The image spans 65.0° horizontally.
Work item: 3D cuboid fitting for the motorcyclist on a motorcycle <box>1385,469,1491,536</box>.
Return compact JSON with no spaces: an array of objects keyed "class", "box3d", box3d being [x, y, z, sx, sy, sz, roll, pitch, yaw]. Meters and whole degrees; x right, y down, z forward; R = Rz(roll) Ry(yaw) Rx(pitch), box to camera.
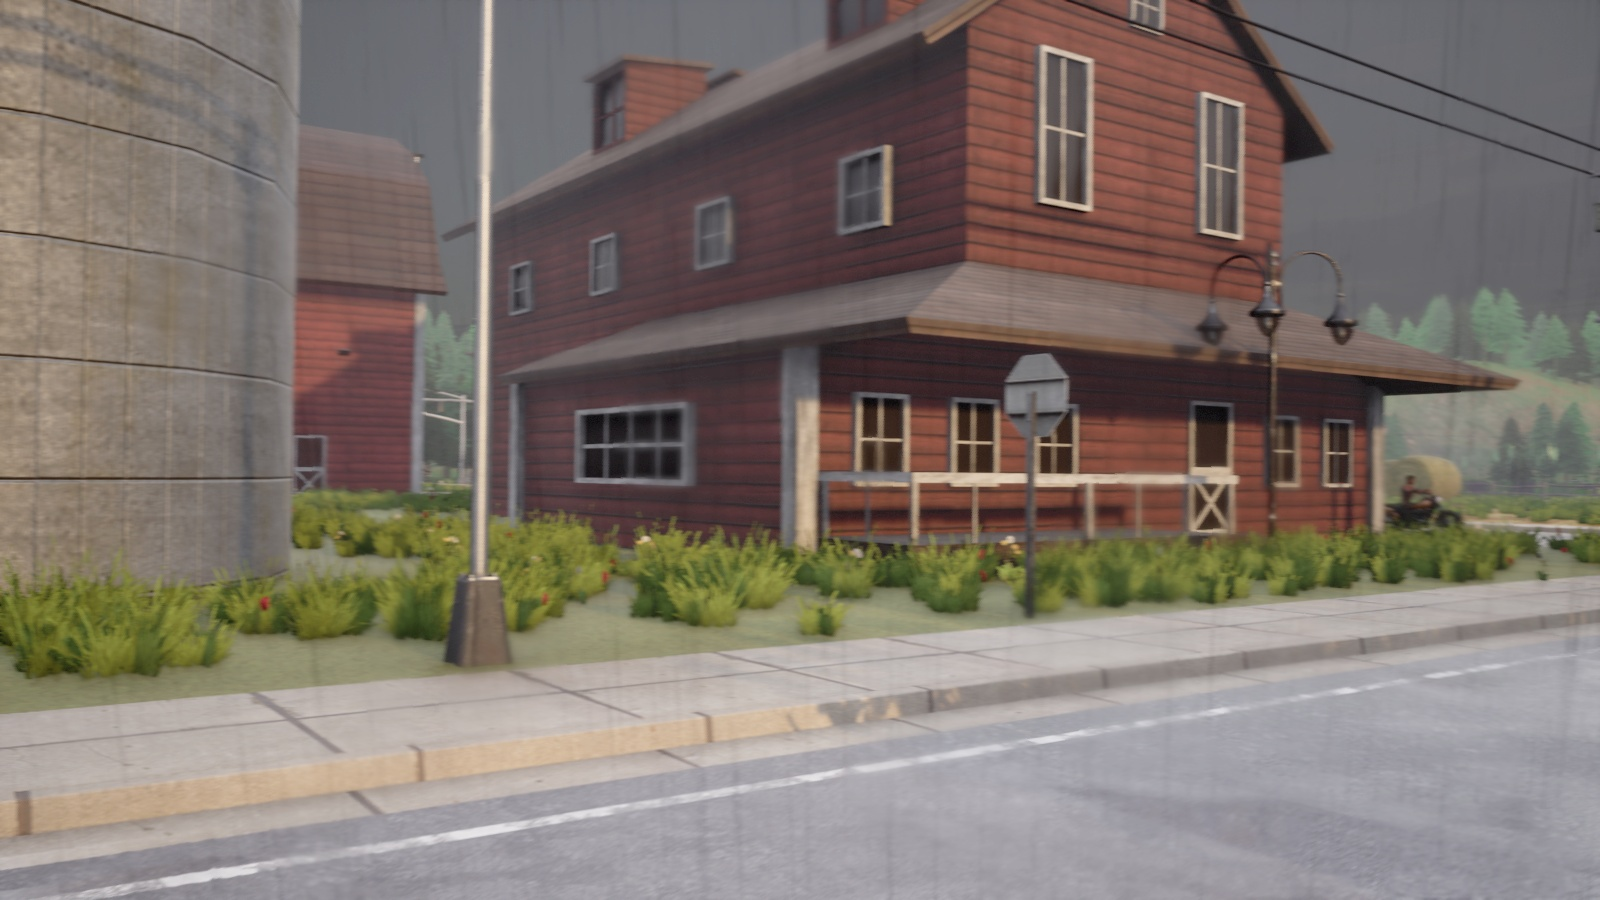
[{"class":"motorcyclist on a motorcycle","box3d":[16.432,1.330,32.419,0.766,1.649,2.350,1,-1,-35]}]
